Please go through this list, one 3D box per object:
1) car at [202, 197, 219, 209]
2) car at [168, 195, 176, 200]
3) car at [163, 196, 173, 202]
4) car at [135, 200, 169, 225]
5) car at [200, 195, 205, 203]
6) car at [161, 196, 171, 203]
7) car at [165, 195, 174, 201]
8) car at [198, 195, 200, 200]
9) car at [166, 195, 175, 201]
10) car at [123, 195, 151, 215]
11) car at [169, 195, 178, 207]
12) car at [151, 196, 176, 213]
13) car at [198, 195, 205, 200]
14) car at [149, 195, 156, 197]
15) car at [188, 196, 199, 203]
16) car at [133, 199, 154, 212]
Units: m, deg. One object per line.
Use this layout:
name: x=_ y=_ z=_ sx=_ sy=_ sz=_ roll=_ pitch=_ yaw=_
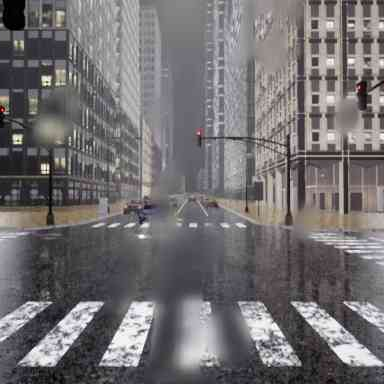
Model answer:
car: x=2.687 y=1.592 z=44.990 sx=1.802 sy=1.307 sz=4.206 roll=1 pitch=0 yaw=0
car: x=-5.711 y=1.590 z=95.102 sx=1.947 sy=1.339 sz=4.313 roll=1 pitch=0 yaw=0
car: x=-5.705 y=1.570 z=78.376 sx=2.008 sy=1.369 sz=4.403 roll=1 pitch=0 yaw=0
car: x=-2.804 y=1.531 z=24.255 sx=1.812 sy=1.442 sz=4.674 roll=0 pitch=0 yaw=-4
car: x=2.684 y=1.539 z=56.316 sx=1.752 sy=1.417 sz=4.829 roll=1 pitch=0 yaw=0
car: x=-5.703 y=1.562 z=72.801 sx=1.887 sy=1.381 sz=4.507 roll=1 pitch=0 yaw=0
car: x=-5.707 y=1.566 z=83.951 sx=1.887 sy=1.381 sz=4.507 roll=1 pitch=0 yaw=0
car: x=2.681 y=1.581 z=61.723 sx=1.947 sy=1.339 sz=4.313 roll=1 pitch=0 yaw=0
car: x=-5.709 y=1.573 z=89.526 sx=2.008 sy=1.369 sz=4.403 roll=1 pitch=0 yaw=0
car: x=-5.686 y=1.448 z=33.775 sx=1.967 sy=1.590 sz=4.097 roll=1 pitch=0 yaw=0
car: x=-3.112 y=1.559 z=50.422 sx=2.033 sy=1.411 sz=5.357 roll=0 pitch=0 yaw=0
car: x=-3.110 y=1.514 z=37.035 sx=1.837 sy=1.490 sz=4.892 roll=0 pitch=0 yaw=0
car: x=2.669 y=1.569 z=95.186 sx=1.887 sy=1.381 sz=4.507 roll=1 pitch=0 yaw=0
car: x=-5.688 y=1.326 z=44.925 sx=2.192 sy=1.841 sz=5.009 roll=1 pitch=0 yaw=0
car: x=0.058 y=1.563 z=70.491 sx=2.033 sy=1.411 sz=5.357 roll=0 pitch=0 yaw=0
car: x=-5.691 y=1.591 z=39.350 sx=1.802 sy=1.307 sz=4.206 roll=1 pitch=0 yaw=0
